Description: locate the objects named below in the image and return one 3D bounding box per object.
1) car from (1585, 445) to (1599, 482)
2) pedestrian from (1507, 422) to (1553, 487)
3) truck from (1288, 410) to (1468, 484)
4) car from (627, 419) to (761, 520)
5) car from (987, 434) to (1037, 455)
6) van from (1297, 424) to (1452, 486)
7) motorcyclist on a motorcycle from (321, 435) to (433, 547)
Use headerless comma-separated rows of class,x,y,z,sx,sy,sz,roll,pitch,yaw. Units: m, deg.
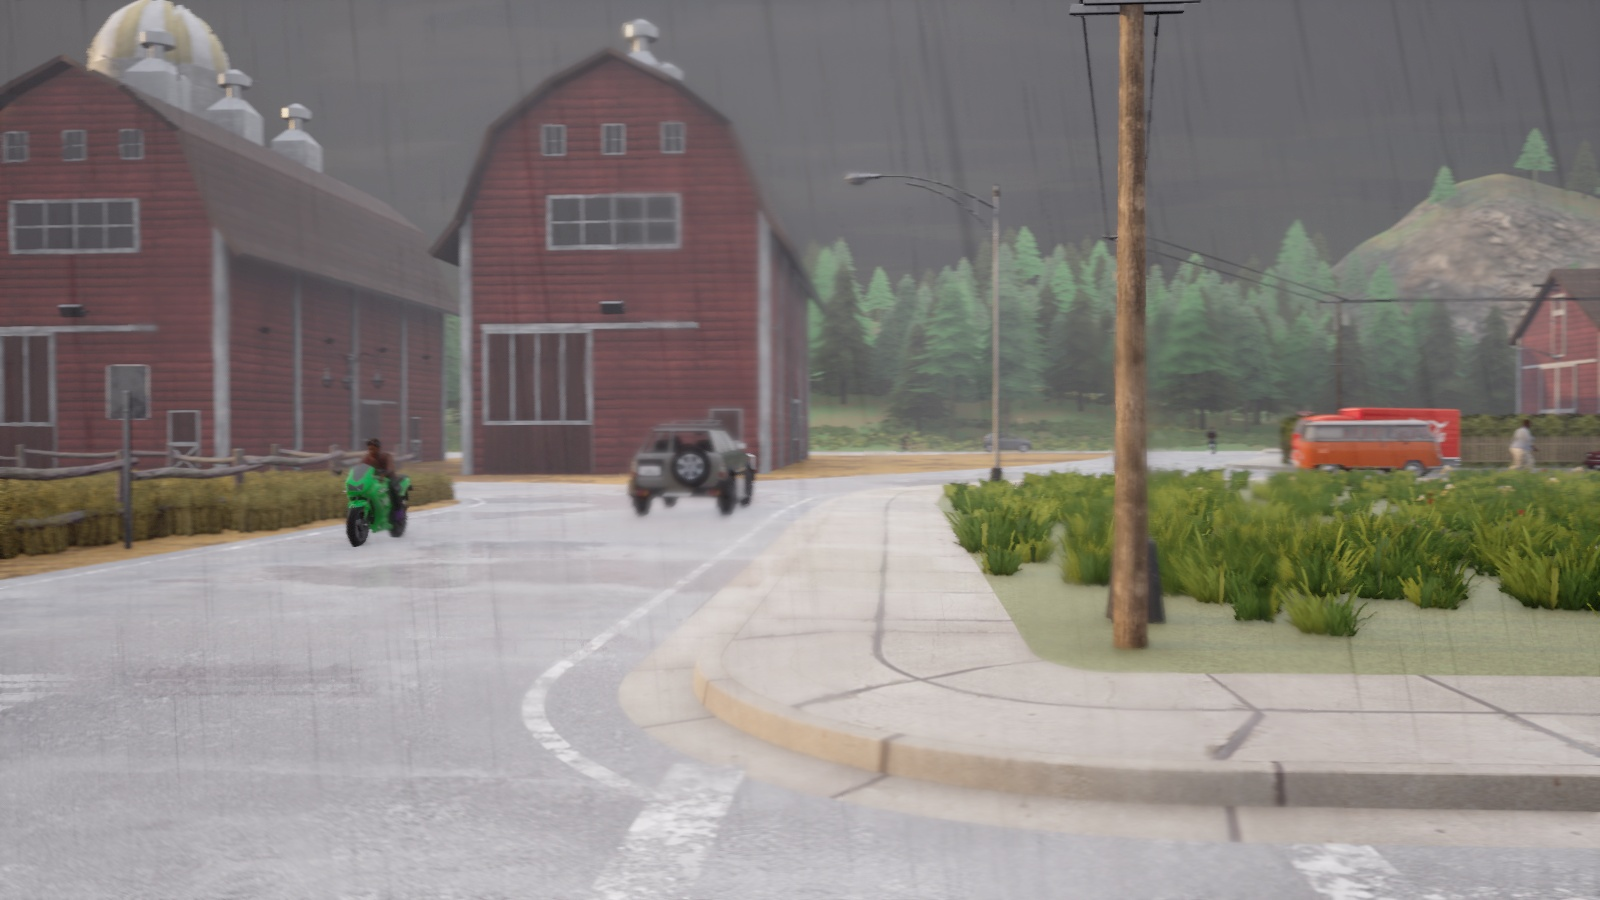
car,30.673,0.509,44.286,4.718,1.301,1.895,0,1,4
pedestrian,21.007,0.122,36.148,0.900,1.855,0.874,0,1,14
truck,20.582,-0.123,44.970,5.204,2.467,2.627,1,1,4
car,-2.033,0.312,25.466,1.932,1.855,4.605,0,1,5
car,15.993,-0.430,94.853,3.633,1.501,1.845,0,1,5
van,19.085,0.137,41.896,4.442,1.987,1.775,0,1,15
motorcyclist on a motorcycle,-6.117,0.549,18.275,0.797,1.523,2.044,0,1,5
